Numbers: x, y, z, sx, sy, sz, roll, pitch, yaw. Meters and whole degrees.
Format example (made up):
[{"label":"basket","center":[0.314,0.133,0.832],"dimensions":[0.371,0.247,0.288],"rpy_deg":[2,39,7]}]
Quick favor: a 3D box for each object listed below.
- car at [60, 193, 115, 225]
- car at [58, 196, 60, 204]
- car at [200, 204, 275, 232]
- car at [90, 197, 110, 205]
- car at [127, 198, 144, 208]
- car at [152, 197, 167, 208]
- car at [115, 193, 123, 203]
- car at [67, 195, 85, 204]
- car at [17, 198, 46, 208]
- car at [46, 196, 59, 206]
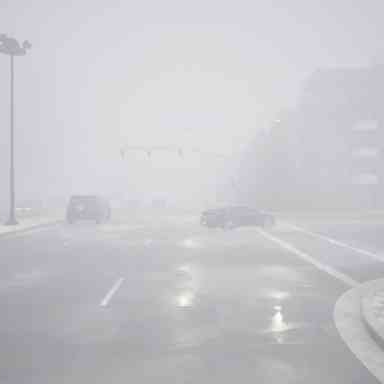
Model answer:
[{"label":"car","center":[-7.506,1.229,24.633],"dimensions":[2.150,2.045,5.566],"rpy_deg":[0,0,-2]},{"label":"car","center":[-16.286,1.505,46.382],"dimensions":[2.128,1.511,4.902],"rpy_deg":[0,0,0]},{"label":"car","center":[2.840,1.511,20.171],"dimensions":[4.892,1.490,1.837],"rpy_deg":[0,-2,-30]},{"label":"car","center":[-16.278,1.565,59.350],"dimensions":[2.033,1.411,5.357],"rpy_deg":[0,0,0]},{"label":"car","center":[-8.148,1.540,48.686],"dimensions":[1.812,1.442,4.674],"rpy_deg":[0,0,0]},{"label":"car","center":[-4.629,1.505,47.623],"dimensions":[2.128,1.511,4.902],"rpy_deg":[0,0,0]},{"label":"car","center":[-16.246,1.243,71.074],"dimensions":[2.150,2.045,5.566],"rpy_deg":[0,0,0]},{"label":"car","center":[-23.250,1.497,67.103],"dimensions":[1.882,1.535,5.008],"rpy_deg":[0,0,0]},{"label":"car","center":[-23.279,1.578,47.869],"dimensions":[1.994,1.385,4.181],"rpy_deg":[0,0,0]},{"label":"car","center":[-23.299,1.519,56.857],"dimensions":[1.837,1.490,4.892],"rpy_deg":[0,1,1]}]
